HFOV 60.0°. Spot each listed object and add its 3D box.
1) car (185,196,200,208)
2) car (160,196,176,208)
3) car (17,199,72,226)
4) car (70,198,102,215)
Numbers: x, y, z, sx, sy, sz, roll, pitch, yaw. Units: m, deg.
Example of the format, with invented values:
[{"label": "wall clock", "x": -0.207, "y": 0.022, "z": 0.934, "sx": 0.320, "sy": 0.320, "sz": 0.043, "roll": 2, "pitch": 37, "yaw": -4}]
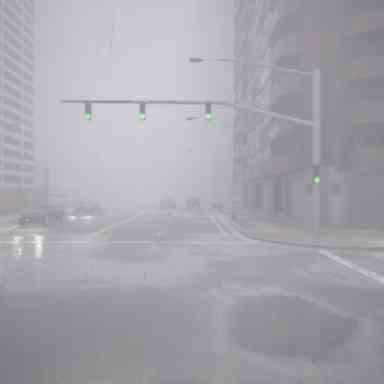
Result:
[{"label": "car", "x": 0.118, "y": 1.405, "z": 48.912, "sx": 2.097, "sy": 1.767, "sz": 4.553, "roll": 0, "pitch": 0, "yaw": 0}, {"label": "car", "x": -3.394, "y": 1.405, "z": 47.917, "sx": 2.097, "sy": 1.767, "sz": 4.553, "roll": 0, "pitch": 0, "yaw": 0}, {"label": "car", "x": -10.596, "y": 1.531, "z": 23.797, "sx": 1.837, "sy": 1.490, "sz": 4.892, "roll": 0, "pitch": 0, "yaw": 0}, {"label": "car", "x": -10.584, "y": 1.563, "z": 34.057, "sx": 1.812, "sy": 1.442, "sz": 4.674, "roll": 0, "pitch": 0, "yaw": 0}]
